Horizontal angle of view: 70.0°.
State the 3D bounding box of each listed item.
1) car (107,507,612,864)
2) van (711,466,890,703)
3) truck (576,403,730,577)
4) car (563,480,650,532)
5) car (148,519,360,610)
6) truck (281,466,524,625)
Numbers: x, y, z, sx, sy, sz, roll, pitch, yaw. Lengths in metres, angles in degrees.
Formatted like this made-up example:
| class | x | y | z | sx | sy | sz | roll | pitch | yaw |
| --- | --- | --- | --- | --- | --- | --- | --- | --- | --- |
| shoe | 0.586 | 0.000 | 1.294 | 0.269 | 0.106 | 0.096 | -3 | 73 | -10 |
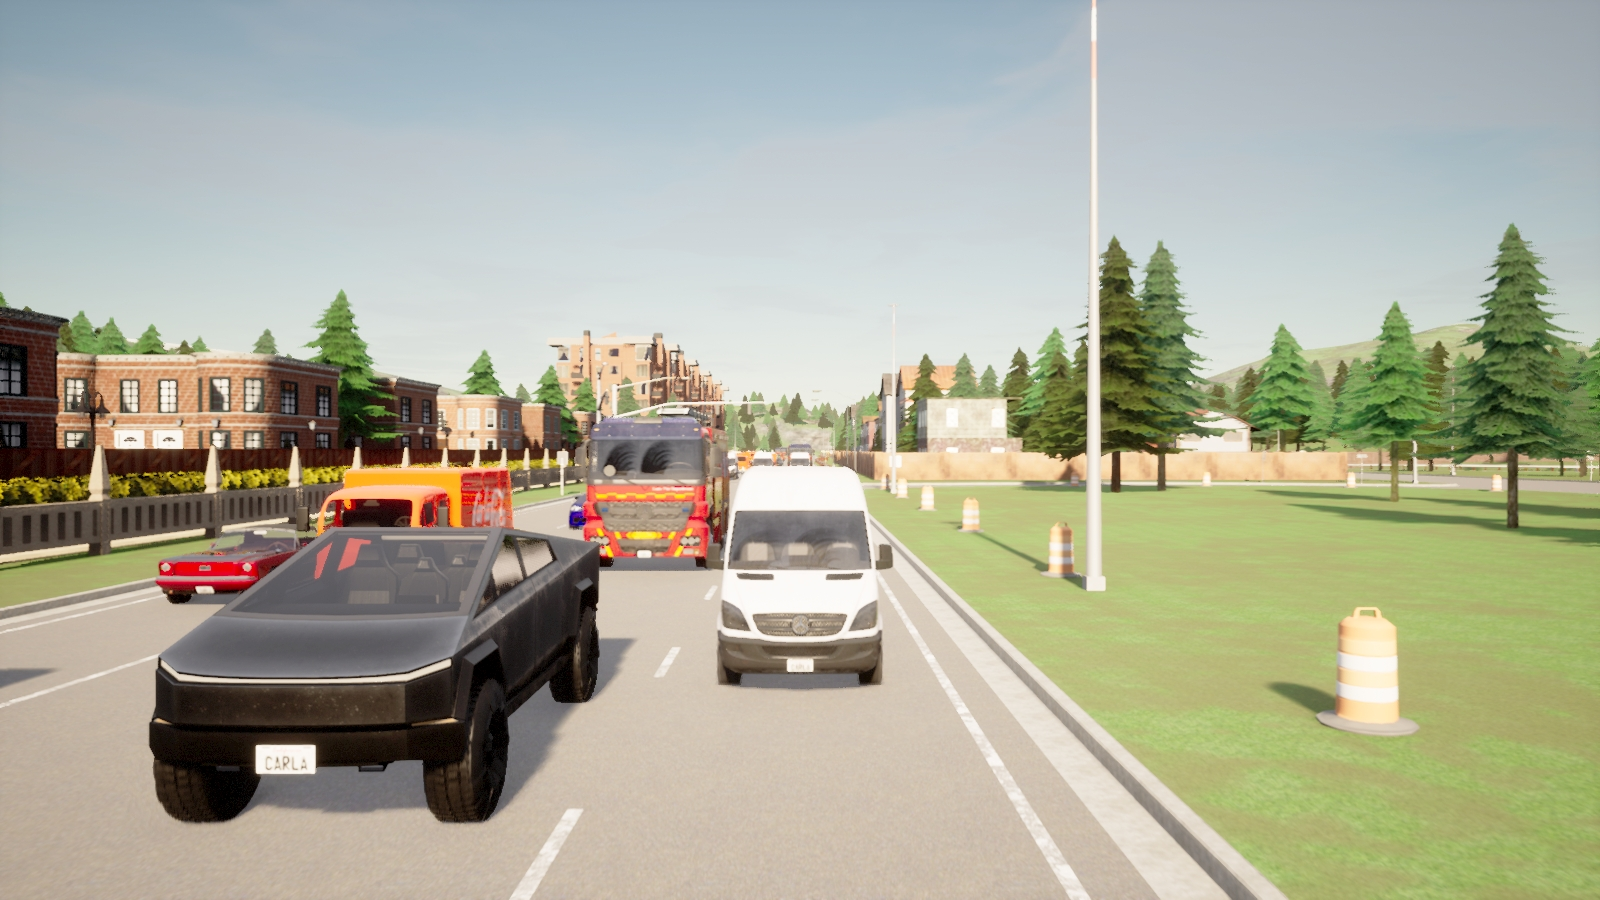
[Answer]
| class | x | y | z | sx | sy | sz | roll | pitch | yaw |
| --- | --- | --- | --- | --- | --- | --- | --- | --- | --- |
| car | -3.499 | 1.754 | 10.880 | 2.390 | 2.098 | 6.274 | 0 | 0 | 0 |
| van | 0.006 | 1.535 | 15.656 | 1.988 | 2.561 | 5.915 | 0 | 0 | 0 |
| truck | -3.494 | 0.891 | 29.406 | 2.891 | 3.827 | 8.468 | 0 | 0 | 0 |
| car | -6.912 | 1.968 | 41.386 | 2.242 | 1.667 | 4.611 | 0 | 0 | 2 |
| car | -10.498 | 2.155 | 22.416 | 1.895 | 1.301 | 4.718 | 0 | 0 | 0 |
| truck | -6.998 | 1.565 | 20.907 | 2.627 | 2.467 | 5.204 | 0 | 0 | 0 |
